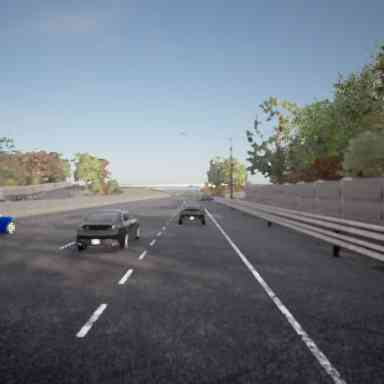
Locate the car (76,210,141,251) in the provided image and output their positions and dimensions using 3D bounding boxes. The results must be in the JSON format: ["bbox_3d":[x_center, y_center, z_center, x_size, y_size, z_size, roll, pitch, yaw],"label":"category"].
[{"bbox_3d":[-3.397,1.512,14.163,1.837,1.490,4.892,0,0,0],"label":"car"}]

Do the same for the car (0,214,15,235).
[{"bbox_3d":[-10.396,1.486,15.803,1.882,1.535,5.008,0,0,0],"label":"car"}]

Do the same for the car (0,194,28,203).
[{"bbox_3d":[-24.560,1.286,45.864,2.150,2.045,5.566,0,0,0],"label":"car"}]

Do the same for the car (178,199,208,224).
[{"bbox_3d":[0.001,1.527,25.199,1.837,1.490,4.892,0,0,0],"label":"car"}]

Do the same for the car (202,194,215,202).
[{"bbox_3d":[4.361,1.672,89.471,2.150,2.045,5.566,0,-1,20],"label":"car"}]

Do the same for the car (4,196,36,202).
[{"bbox_3d":[-21.073,1.605,42.220,2.033,1.411,5.357,0,0,0],"label":"car"}]
